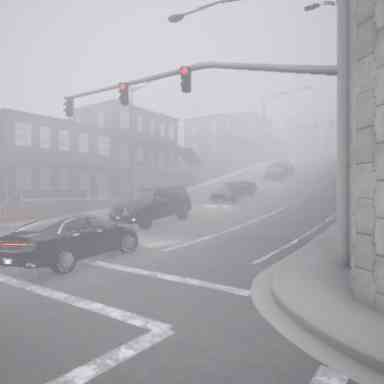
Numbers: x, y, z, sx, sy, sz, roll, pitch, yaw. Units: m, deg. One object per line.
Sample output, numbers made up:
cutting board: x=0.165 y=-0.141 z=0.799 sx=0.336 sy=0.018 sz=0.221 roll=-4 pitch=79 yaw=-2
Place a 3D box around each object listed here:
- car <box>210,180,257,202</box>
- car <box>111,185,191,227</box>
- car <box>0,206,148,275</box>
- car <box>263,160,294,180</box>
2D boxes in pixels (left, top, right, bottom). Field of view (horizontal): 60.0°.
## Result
car: x=3.559 y=-0.203 z=27.623 sx=2.033 sy=1.411 sz=5.357 roll=0 pitch=10 yaw=35
car: x=-2.271 y=0.748 z=19.394 sx=2.150 sy=2.045 sz=5.566 roll=0 pitch=5 yaw=35
car: x=-3.666 y=1.468 z=10.689 sx=1.837 sy=1.490 sz=4.892 roll=-3 pitch=0 yaw=26
car: x=9.263 y=-2.384 z=35.652 sx=2.097 sy=1.767 sz=4.553 roll=0 pitch=12 yaw=35
